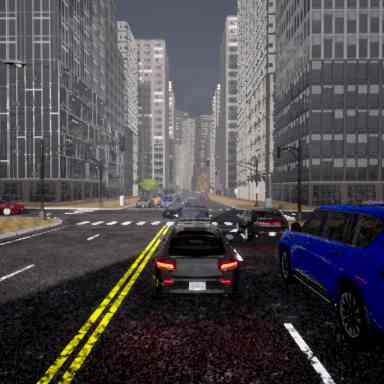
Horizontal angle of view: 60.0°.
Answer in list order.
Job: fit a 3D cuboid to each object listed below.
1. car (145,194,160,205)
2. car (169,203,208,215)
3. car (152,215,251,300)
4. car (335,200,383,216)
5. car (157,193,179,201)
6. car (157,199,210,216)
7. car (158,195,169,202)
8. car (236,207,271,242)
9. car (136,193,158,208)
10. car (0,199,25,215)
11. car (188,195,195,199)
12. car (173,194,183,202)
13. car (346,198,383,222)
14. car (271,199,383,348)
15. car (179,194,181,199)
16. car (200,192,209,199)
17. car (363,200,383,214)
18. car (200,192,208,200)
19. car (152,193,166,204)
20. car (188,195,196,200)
[{"bbox_3d":[-6.624,1.309,56.473,2.097,1.767,4.553,0,0,0],"label":"car"},{"bbox_3d":[0.089,1.538,17.544,2.033,1.411,5.357,0,0,0],"label":"car"},{"bbox_3d":[0.093,1.522,8.270,1.812,1.442,4.674,0,0,0],"label":"car"},{"bbox_3d":[17.562,1.600,34.152,5.008,1.535,1.882,1,1,1],"label":"car"},{"bbox_3d":[-3.378,1.318,47.883,2.097,1.767,4.553,0,0,0],"label":"car"},{"bbox_3d":[-0.658,1.609,29.285,1.994,1.385,4.181,1,1,43],"label":"car"},{"bbox_3d":[-6.554,1.470,76.482,2.033,1.411,5.357,0,0,0],"label":"car"},{"bbox_3d":[3.339,1.496,16.273,1.837,1.490,4.892,0,0,0],"label":"car"},{"bbox_3d":[-6.660,1.318,47.835,2.097,1.767,4.553,0,0,1],"label":"car"},{"bbox_3d":[-18.539,1.330,31.516,5.008,1.535,1.882,1,1,1],"label":"car"},{"bbox_3d":[-0.056,1.464,80.807,2.033,1.411,5.357,0,0,0],"label":"car"},{"bbox_3d":[-3.304,1.284,77.379,2.097,1.767,4.553,0,0,0],"label":"car"},{"bbox_3d":[16.181,1.519,28.391,5.009,1.841,2.192,1,0,1],"label":"car"},{"bbox_3d":[3.349,1.218,6.413,2.150,2.045,5.566,0,0,0],"label":"car"},{"bbox_3d":[-3.374,1.503,57.355,2.033,1.411,5.357,0,0,0],"label":"car"},{"bbox_3d":[3.196,1.443,79.589,1.812,1.442,4.674,0,0,0],"label":"car"},{"bbox_3d":[21.784,1.643,36.682,4.829,1.417,1.752,1,0,1],"label":"car"},{"bbox_3d":[3.188,0.967,89.619,2.150,2.045,5.566,0,0,0],"label":"car"},{"bbox_3d":[-6.577,1.166,66.002,2.150,2.045,5.566,0,0,1],"label":"car"},{"bbox_3d":[-0.063,1.461,90.703,1.994,1.385,4.181,0,0,0],"label":"car"}]
